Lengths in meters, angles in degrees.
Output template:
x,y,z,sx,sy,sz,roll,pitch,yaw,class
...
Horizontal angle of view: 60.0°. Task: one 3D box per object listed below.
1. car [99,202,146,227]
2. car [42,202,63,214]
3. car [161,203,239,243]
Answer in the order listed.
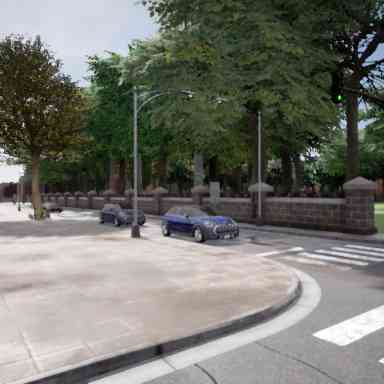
x,y,z,sx,sy,sz,roll,pitch,yaw,class
-5.266,1.566,24.850,2.097,1.767,4.553,0,0,-36,car
-18.219,2.021,43.097,2.033,1.411,5.357,0,-1,-35,car
0.307,1.474,17.047,2.097,1.767,4.553,0,0,-35,car
